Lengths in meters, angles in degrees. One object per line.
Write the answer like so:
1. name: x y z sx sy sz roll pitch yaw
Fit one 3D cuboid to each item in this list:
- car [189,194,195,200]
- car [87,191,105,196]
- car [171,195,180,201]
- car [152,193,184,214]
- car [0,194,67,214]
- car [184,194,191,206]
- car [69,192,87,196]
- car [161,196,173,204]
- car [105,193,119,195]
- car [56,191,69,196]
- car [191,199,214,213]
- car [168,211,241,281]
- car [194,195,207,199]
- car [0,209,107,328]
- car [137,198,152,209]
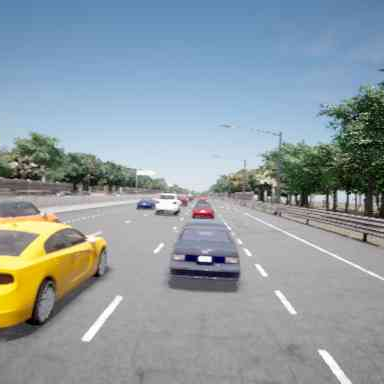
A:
1. car: -0.914 1.715 84.168 1.882 1.535 5.008 3 0 2
2. car: -18.885 0.622 67.041 2.097 1.767 4.553 3 0 2
3. car: -4.334 1.563 86.846 1.882 1.535 5.008 3 0 2
4. car: -2.349 1.192 34.075 2.150 2.045 5.566 3 0 2
5. car: -6.550 1.065 12.027 2.097 1.767 4.553 3 0 2
6. car: -1.715 1.557 56.112 1.882 1.535 5.008 3 0 2
7. car: -22.389 0.652 67.112 1.994 1.385 4.181 3 0 2
8. car: -4.945 1.490 65.566 1.812 1.442 4.674 3 0 2
9. car: -15.400 0.985 66.909 1.994 1.385 4.181 3 0 2
10. car: -25.883 0.458 67.213 2.128 1.511 4.902 3 0 2
11. car: 1.048 1.689 31.348 1.994 1.385 4.181 3 0 2
12. car: 0.377 1.588 10.116 2.033 1.411 5.357 3 0 2
13. car: 1.899 1.761 60.232 2.128 1.511 4.902 3 0 2
14. car: -3.230 1.339 6.860 1.882 1.535 5.008 3 0 2
15. car: -5.634 1.402 41.789 1.994 1.385 4.181 3 0 2
